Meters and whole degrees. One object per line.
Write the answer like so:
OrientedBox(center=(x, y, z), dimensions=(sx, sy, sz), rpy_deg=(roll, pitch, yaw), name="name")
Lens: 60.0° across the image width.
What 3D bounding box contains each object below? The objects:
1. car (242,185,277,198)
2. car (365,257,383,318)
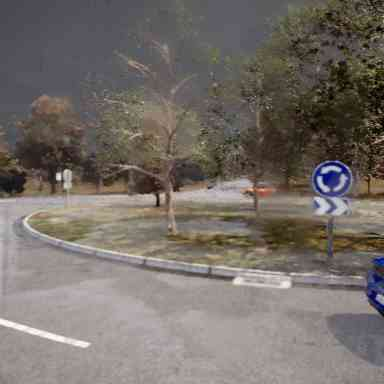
OrientedBox(center=(8.940, -0.164, 44.097), dimensions=(4.553, 1.767, 2.097), rpy_deg=(1, 2, 12), name="car")
OrientedBox(center=(5.392, 1.506, 5.041), dimensions=(5.008, 1.535, 1.882), rpy_deg=(0, 3, 2), name="car")
